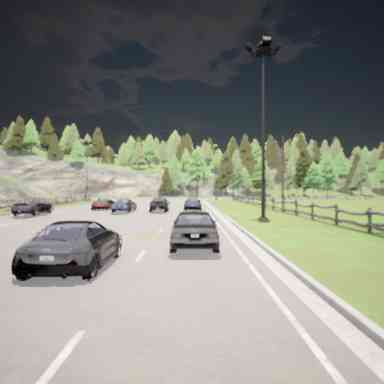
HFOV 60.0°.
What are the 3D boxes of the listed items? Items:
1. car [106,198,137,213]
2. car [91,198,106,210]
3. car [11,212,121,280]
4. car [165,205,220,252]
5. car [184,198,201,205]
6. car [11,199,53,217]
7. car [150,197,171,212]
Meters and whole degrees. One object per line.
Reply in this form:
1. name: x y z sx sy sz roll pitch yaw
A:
1. car: -6.912 1.380 34.124 2.033 1.411 5.357 0 0 0
2. car: -10.413 1.371 39.309 1.994 1.385 4.181 0 0 0
3. car: -3.404 1.515 9.797 1.994 1.385 4.181 0 0 0
4. car: 0.095 1.481 13.454 2.033 1.411 5.357 0 0 0
5. car: 0.086 1.375 38.610 1.994 1.385 4.181 0 0 0
6. car: -13.909 1.347 29.272 2.128 1.511 4.902 0 0 0
7. car: -3.413 1.330 35.551 1.837 1.490 4.892 0 0 0
